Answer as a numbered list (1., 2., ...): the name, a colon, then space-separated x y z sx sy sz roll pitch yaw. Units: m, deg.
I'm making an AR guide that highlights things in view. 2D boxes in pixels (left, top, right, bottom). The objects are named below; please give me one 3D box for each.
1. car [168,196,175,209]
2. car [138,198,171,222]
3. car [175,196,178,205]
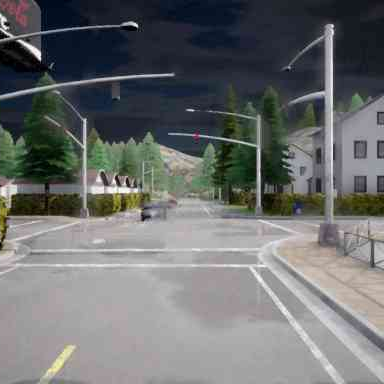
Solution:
1. car: -3.582 1.526 42.370 1.812 1.442 4.674 0 0 0
2. car: -3.065 1.446 25.723 2.128 1.511 4.902 -1 -1 -9
3. car: -3.504 1.482 59.422 1.882 1.535 5.008 0 0 0
